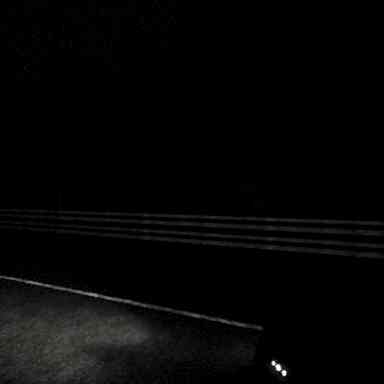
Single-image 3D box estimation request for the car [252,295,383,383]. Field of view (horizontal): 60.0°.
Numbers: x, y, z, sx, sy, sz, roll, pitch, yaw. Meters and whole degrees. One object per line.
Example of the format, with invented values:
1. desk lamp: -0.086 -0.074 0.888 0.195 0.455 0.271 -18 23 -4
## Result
1. car: 2.862 1.398 2.286 4.902 1.511 2.128 0 1 29
